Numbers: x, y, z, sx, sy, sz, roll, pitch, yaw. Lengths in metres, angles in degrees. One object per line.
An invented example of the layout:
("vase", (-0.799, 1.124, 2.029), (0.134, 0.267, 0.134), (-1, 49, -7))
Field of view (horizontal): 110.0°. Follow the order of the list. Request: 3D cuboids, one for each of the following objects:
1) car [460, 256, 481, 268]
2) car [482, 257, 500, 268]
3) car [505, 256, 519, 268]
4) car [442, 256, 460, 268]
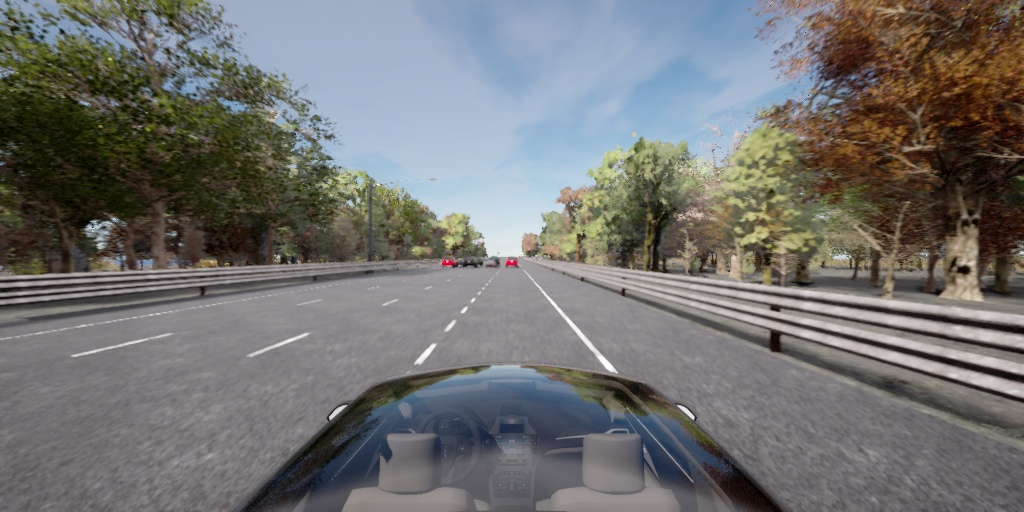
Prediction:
("car", (-7.019, 1.047, 61.014), (2.150, 2.045, 5.566), (0, 0, 0))
("car", (-3.519, 1.353, 60.982), (2.033, 1.411, 5.357), (0, 0, 0))
("car", (-0.018, 1.047, 61.015), (2.150, 2.045, 5.566), (0, 0, 0))
("car", (-10.519, 1.049, 61.012), (2.150, 2.045, 5.566), (0, 0, 0))
